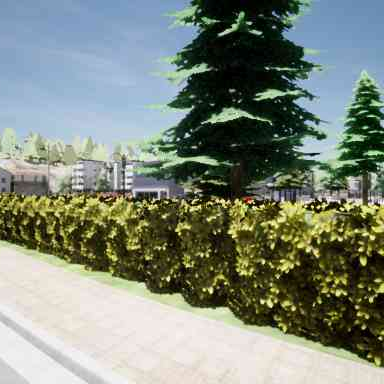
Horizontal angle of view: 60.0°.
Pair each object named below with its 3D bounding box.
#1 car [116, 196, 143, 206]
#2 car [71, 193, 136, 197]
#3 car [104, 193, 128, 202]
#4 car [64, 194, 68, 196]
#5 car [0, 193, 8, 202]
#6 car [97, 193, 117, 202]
[{"bbox_3d":[-10.055,1.384,53.337,1.970,1.475,3.806,0,0,44],"label":"car"},{"bbox_3d":[-8.077,1.221,31.062,2.150,2.045,5.566,0,0,44],"label":"car"},{"bbox_3d":[-15.854,1.097,69.676,1.932,1.855,4.605,0,0,44],"label":"car"},{"bbox_3d":[-27.320,1.154,80.409,2.152,1.636,5.027,0,0,44],"label":"car"},{"bbox_3d":[-41.764,1.097,70.238,1.932,1.855,4.605,0,0,44],"label":"car"},{"bbox_3d":[-18.212,1.077,71.423,1.905,1.878,3.866,0,0,44],"label":"car"}]
